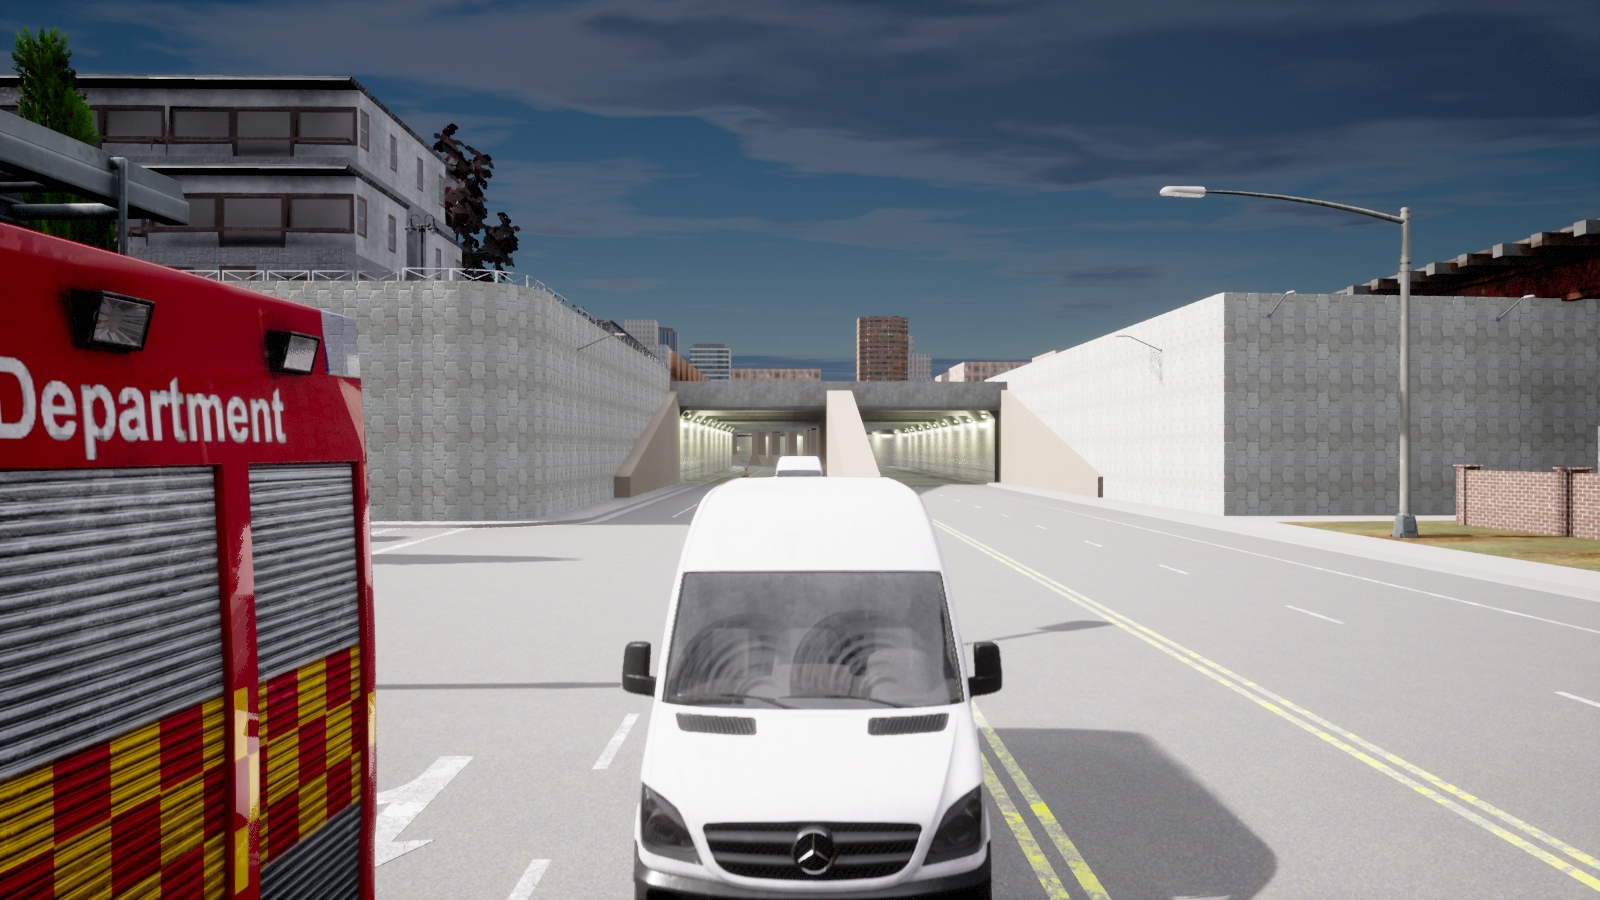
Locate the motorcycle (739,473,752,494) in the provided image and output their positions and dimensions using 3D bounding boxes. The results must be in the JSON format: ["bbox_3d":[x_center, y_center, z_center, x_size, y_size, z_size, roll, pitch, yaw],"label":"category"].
[{"bbox_3d":[-3.556,2.170,74.913,0.764,1.277,2.356,0,0,0],"label":"motorcycle"}]

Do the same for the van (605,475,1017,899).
[{"bbox_3d":[0.082,1.535,8.470,1.988,2.561,5.915,0,0,1],"label":"van"}]

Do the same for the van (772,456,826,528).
[{"bbox_3d":[-0.038,1.534,44.488,1.988,2.561,5.915,0,0,0],"label":"van"}]
